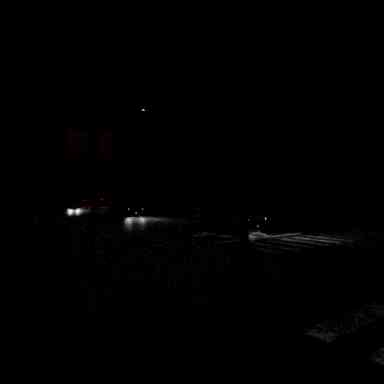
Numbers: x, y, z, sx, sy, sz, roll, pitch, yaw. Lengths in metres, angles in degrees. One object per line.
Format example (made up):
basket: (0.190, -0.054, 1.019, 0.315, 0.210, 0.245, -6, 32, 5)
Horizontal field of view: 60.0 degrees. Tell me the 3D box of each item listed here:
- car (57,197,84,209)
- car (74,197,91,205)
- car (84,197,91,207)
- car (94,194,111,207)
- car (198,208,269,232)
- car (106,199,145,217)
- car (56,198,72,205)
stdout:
car: (-18.488, 1.687, 50.195, 2.128, 1.511, 4.902, 0, 0, -36)
car: (-21.798, 1.758, 66.151, 1.837, 1.490, 4.892, 0, 0, -36)
car: (-18.930, 1.817, 56.570, 1.895, 1.301, 4.718, 0, 0, -36)
car: (-15.847, 1.441, 57.840, 2.150, 2.045, 5.566, 0, 0, -35)
car: (2.468, 1.654, 20.816, 1.895, 1.301, 4.718, 0, 0, -37)
car: (-6.588, 1.714, 33.421, 1.895, 1.301, 4.718, 0, 0, -36)
car: (-25.068, 1.817, 65.134, 1.994, 1.385, 4.181, 0, 0, -36)
